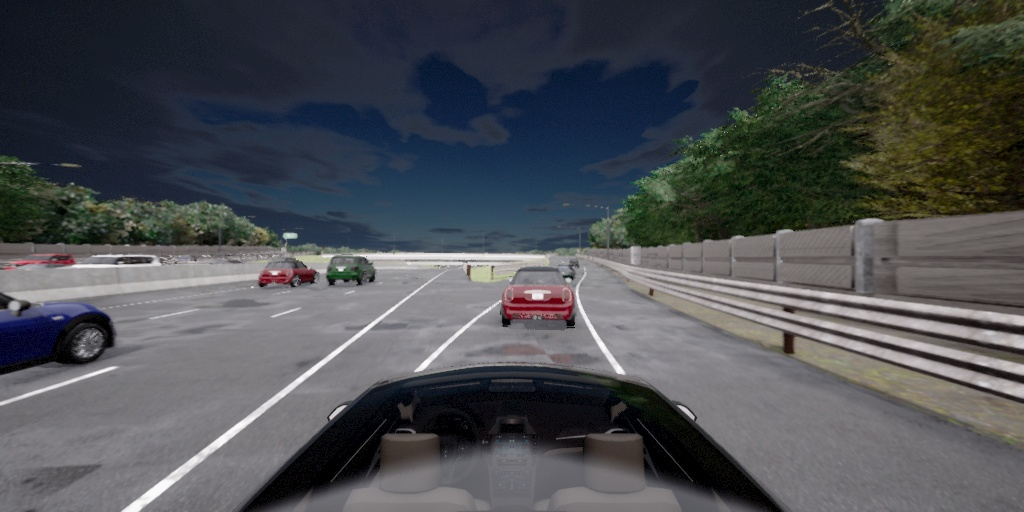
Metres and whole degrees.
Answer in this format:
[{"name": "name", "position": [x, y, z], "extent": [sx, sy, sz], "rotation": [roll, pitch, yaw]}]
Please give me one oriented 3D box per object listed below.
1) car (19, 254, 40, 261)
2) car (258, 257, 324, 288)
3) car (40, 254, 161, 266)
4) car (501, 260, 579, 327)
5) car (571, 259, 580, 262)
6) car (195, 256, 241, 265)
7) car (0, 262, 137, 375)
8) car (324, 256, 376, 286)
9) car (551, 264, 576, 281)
[{"name": "car", "position": [-44.464, 0.816, 34.118], "extent": [2.150, 2.045, 5.566], "rotation": [1, 0, -24]}, {"name": "car", "position": [-14.671, 1.103, 23.834], "extent": [2.097, 1.767, 4.553], "rotation": [0, 0, -8]}, {"name": "car", "position": [-25.322, 0.911, 22.768], "extent": [2.150, 2.045, 5.566], "rotation": [0, -1, -8]}, {"name": "car", "position": [0.900, 1.129, 11.835], "extent": [2.097, 1.767, 4.553], "rotation": [0, 0, 6]}, {"name": "car", "position": [10.895, 1.309, 63.270], "extent": [1.837, 1.490, 4.892], "rotation": [0, 1, 9]}, {"name": "car", "position": [-31.084, 1.192, 38.641], "extent": [2.097, 1.767, 4.553], "rotation": [0, -1, -8]}, {"name": "car", "position": [-8.467, 1.057, 4.945], "extent": [2.097, 1.767, 4.553], "rotation": [0, 0, -8]}, {"name": "car", "position": [-11.405, 1.005, 25.748], "extent": [2.150, 2.045, 5.566], "rotation": [0, -1, -8]}, {"name": "car", "position": [4.835, 1.484, 33.292], "extent": [1.994, 1.385, 4.181], "rotation": [0, 0, 13]}]
